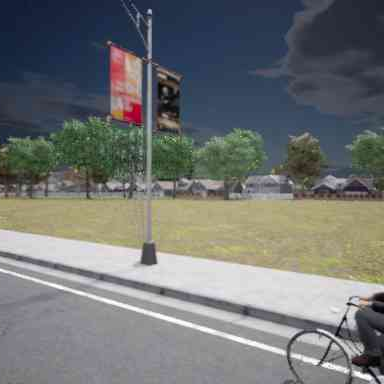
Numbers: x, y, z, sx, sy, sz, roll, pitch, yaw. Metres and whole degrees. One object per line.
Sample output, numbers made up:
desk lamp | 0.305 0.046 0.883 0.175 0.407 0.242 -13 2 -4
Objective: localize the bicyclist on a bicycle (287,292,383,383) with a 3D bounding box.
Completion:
bicyclist on a bicycle | 1.844 1.371 3.342 1.843 1.776 0.659 1 0 36
